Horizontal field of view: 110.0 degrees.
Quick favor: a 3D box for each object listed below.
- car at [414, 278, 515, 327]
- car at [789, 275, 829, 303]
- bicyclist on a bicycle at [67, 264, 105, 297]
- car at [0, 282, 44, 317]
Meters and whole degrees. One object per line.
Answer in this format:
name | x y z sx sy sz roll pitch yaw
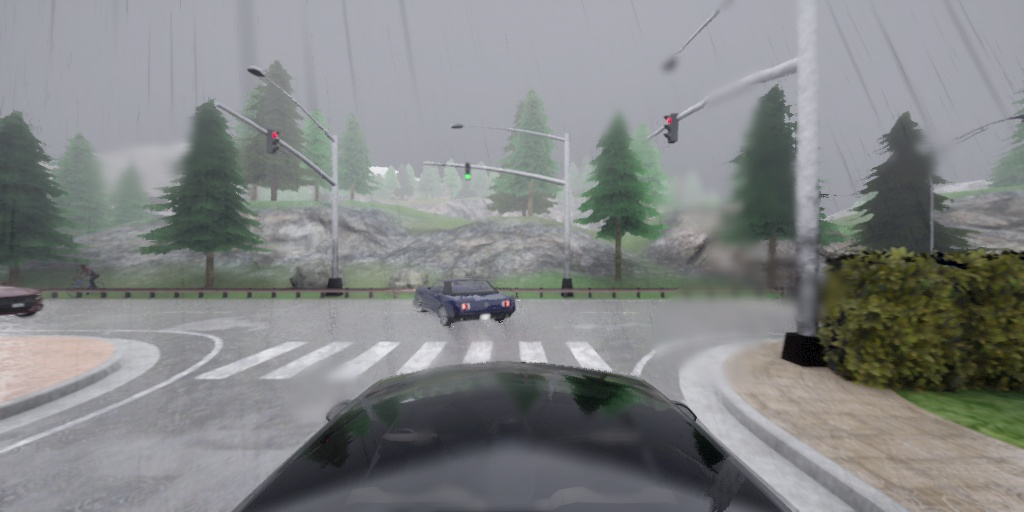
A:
car | -1.782 1.372 11.743 1.895 1.301 4.718 0 0 -28
car | 14.049 1.284 14.558 4.892 1.490 1.837 0 0 0
bicyclist on a bicycle | -21.644 1.237 18.253 0.582 1.620 1.656 0 0 0
car | -17.780 1.254 11.127 5.008 1.535 1.882 0 0 0
